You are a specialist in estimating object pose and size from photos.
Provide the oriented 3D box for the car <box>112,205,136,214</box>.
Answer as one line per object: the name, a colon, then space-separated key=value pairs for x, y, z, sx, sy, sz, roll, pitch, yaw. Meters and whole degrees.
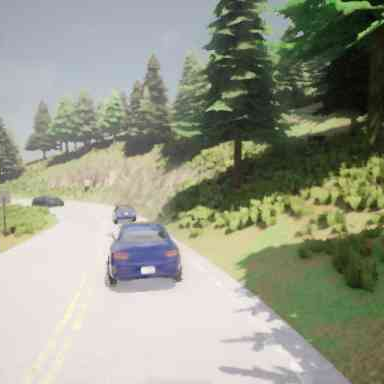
car: x=-5.910 y=1.804 z=28.888 sx=2.033 sy=1.411 sz=5.357 roll=-1 pitch=0 yaw=-16

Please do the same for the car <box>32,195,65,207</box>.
car: x=-16.597 y=1.032 z=38.357 sx=4.181 sy=1.385 sz=1.994 roll=3 pitch=5 yaw=34

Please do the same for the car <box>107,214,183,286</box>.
car: x=-1.452 y=1.593 z=9.698 sx=1.812 sy=1.442 sz=4.674 roll=-1 pitch=0 yaw=-12
